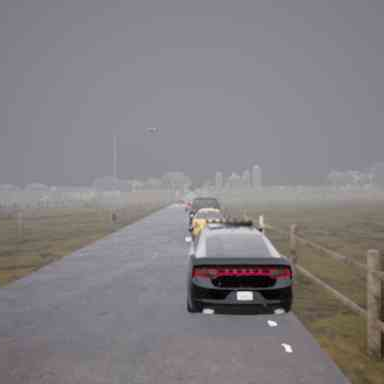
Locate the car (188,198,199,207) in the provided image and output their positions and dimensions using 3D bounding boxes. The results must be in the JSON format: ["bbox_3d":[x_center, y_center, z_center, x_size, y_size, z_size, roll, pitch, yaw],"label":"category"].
[{"bbox_3d":[0.217,1.885,58.046,1.812,1.442,4.674,0,0,0],"label":"car"}]

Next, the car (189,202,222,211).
[{"bbox_3d":[0.893,1.563,17.986,1.801,1.575,5.366,0,0,0],"label":"car"}]

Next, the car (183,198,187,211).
[{"bbox_3d":[0.189,1.633,45.042,2.097,1.767,4.553,0,0,1],"label":"car"}]

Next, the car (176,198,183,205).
[{"bbox_3d":[-2.486,2.023,71.480,1.895,1.301,4.718,0,0,0],"label":"car"}]

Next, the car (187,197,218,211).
[{"bbox_3d":[0.915,1.368,23.828,2.150,2.045,5.566,0,0,0],"label":"car"}]

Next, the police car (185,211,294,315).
[{"bbox_3d":[0.856,1.472,7.906,1.930,1.638,5.238,0,0,0],"label":"police car"}]
